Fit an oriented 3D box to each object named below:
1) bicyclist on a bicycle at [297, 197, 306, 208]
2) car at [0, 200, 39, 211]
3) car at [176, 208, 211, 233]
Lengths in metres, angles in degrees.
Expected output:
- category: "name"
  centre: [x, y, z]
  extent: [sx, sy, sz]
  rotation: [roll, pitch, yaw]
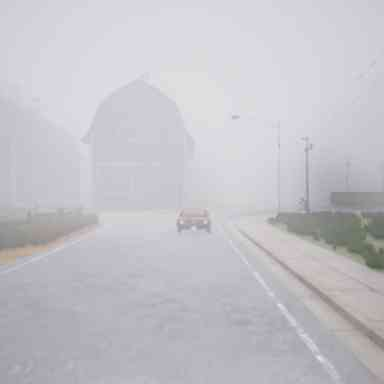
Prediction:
- category: "bicyclist on a bicycle"
  centre: [12.432, 1.381, 37.307]
  extent: [1.656, 1.620, 0.582]
  rotation: [0, 0, 33]
- category: "car"
  centre: [-16.150, 1.480, 29.250]
  extent: [5.008, 1.535, 1.882]
  rotation: [0, 0, -2]
- category: "car"
  centre: [0.142, 1.602, 19.599]
  extent: [1.895, 1.301, 4.718]
  rotation: [0, 0, 1]
